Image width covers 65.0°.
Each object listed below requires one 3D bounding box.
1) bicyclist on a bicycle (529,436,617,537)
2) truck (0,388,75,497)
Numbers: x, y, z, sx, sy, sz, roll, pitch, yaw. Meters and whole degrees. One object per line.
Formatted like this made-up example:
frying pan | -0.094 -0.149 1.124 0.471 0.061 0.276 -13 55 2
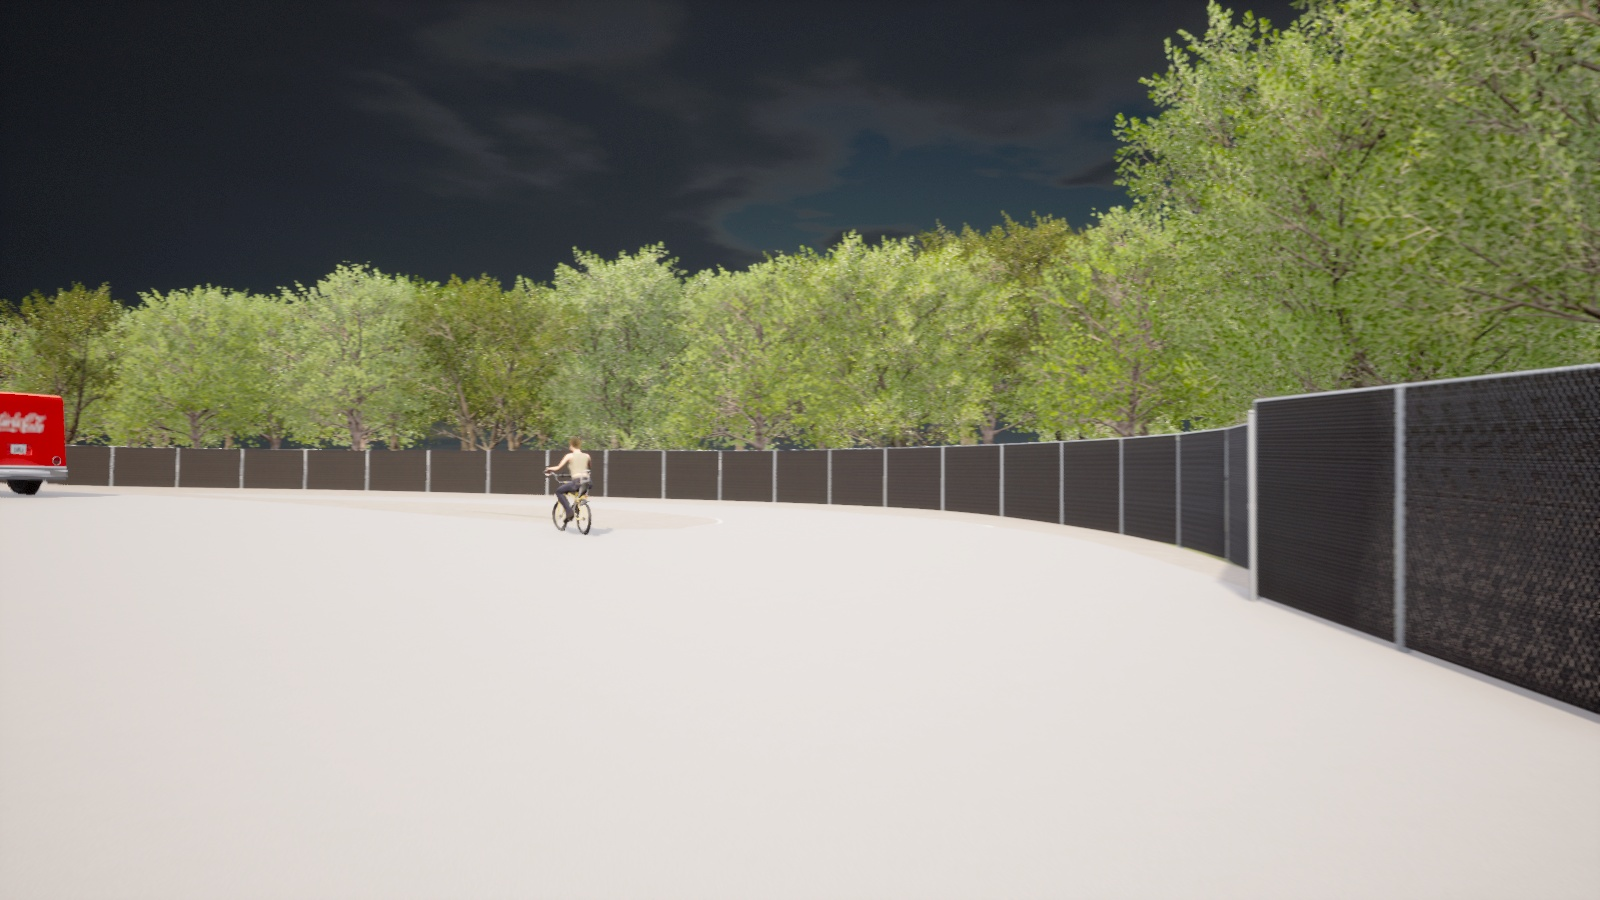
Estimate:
bicyclist on a bicycle | -3.810 0.585 21.000 0.866 1.612 1.509 1 0 -34
truck | -20.429 -0.211 30.141 5.204 2.467 2.627 1 -1 24
